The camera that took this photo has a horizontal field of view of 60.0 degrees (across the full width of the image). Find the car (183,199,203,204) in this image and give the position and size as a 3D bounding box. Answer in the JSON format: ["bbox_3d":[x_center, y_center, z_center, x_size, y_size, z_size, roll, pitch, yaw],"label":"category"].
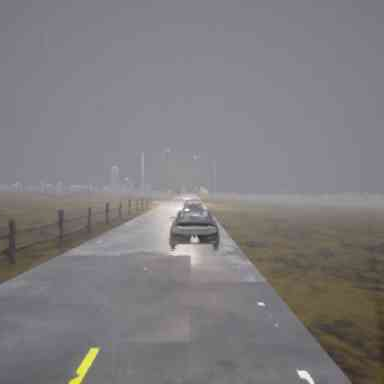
[{"bbox_3d":[0.086,1.392,31.262,1.812,1.442,4.674,0,0,0],"label":"car"}]

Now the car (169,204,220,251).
[{"bbox_3d":[0.093,1.455,13.927,2.128,1.511,4.902,0,0,0],"label":"car"}]
